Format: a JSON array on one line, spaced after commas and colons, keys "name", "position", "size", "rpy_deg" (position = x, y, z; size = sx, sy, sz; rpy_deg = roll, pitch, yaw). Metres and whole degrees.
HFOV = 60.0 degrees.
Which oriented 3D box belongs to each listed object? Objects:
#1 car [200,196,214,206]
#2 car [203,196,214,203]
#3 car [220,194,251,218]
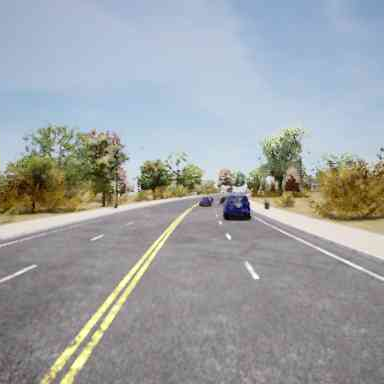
[{"name": "car", "position": [2.256, 1.469, 53.786], "size": [1.812, 1.442, 4.674], "rpy_deg": [0, -1, 4]}, {"name": "car", "position": [3.345, 1.463, 67.580], "size": [1.994, 1.385, 4.181], "rpy_deg": [0, 0, 6]}, {"name": "car", "position": [3.951, 1.231, 29.709], "size": [2.150, 2.045, 5.566], "rpy_deg": [0, 0, 3]}]
